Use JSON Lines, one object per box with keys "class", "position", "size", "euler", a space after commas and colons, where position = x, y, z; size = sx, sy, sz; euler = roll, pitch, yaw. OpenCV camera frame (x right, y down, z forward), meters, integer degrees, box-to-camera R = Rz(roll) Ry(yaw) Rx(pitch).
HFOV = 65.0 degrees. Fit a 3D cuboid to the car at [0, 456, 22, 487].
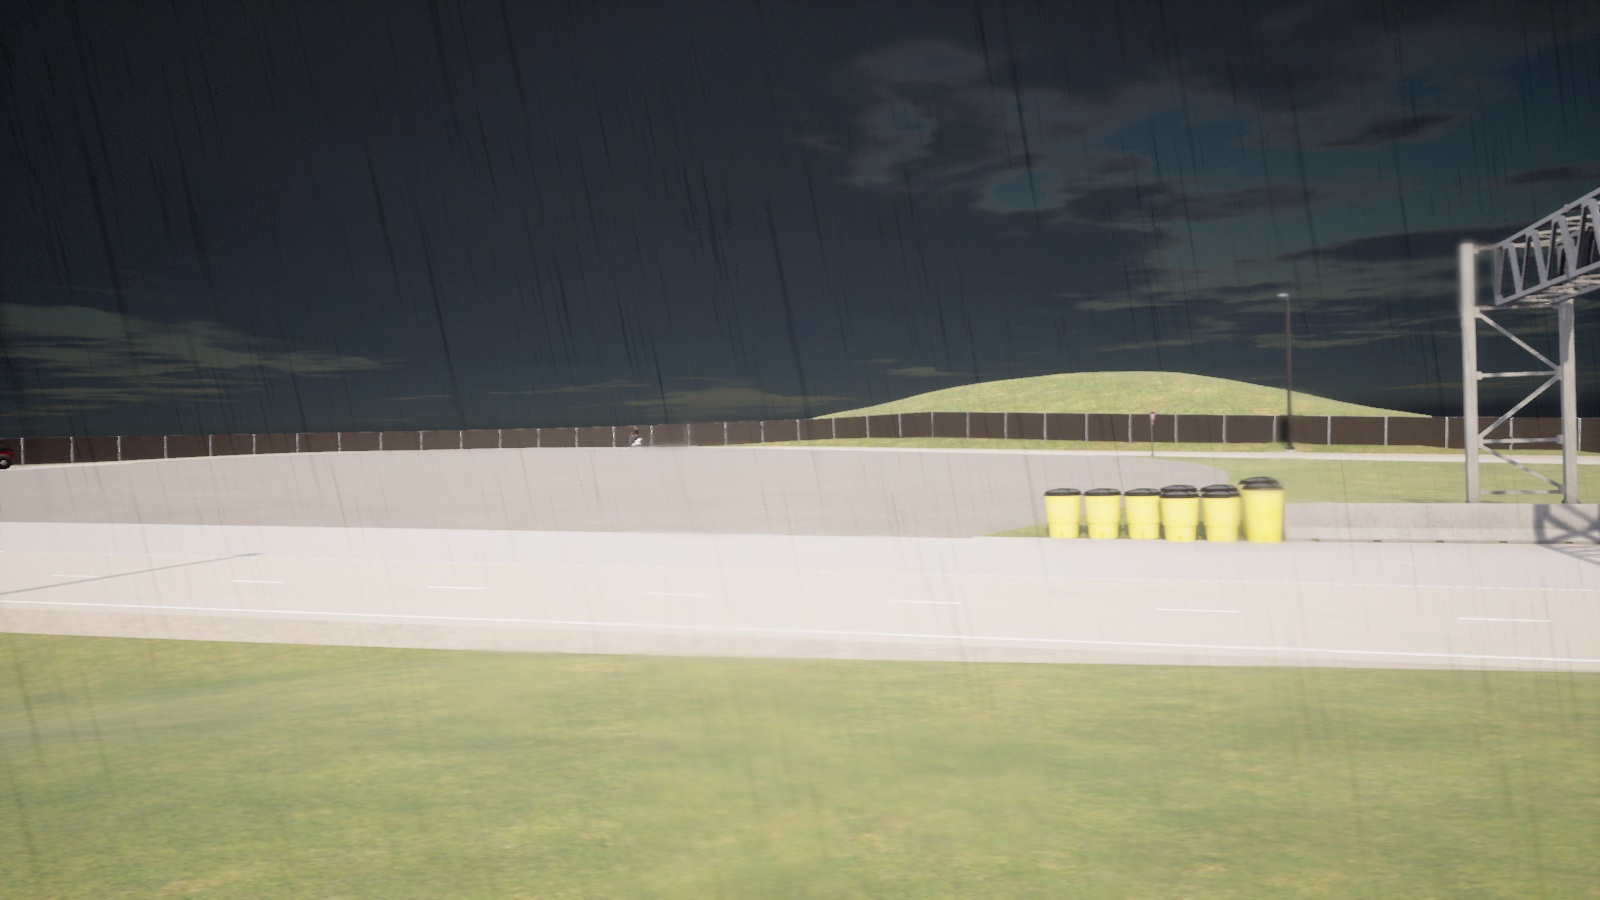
{"class": "car", "position": [-50.872, 1.435, 77.892], "size": [1.905, 1.878, 3.866], "euler": [-2, 2, 30]}
